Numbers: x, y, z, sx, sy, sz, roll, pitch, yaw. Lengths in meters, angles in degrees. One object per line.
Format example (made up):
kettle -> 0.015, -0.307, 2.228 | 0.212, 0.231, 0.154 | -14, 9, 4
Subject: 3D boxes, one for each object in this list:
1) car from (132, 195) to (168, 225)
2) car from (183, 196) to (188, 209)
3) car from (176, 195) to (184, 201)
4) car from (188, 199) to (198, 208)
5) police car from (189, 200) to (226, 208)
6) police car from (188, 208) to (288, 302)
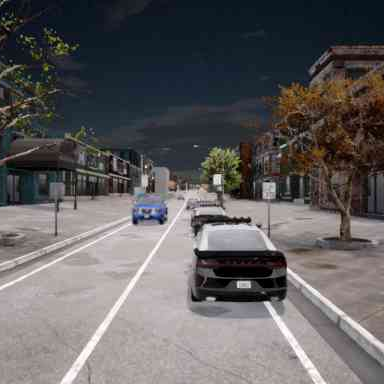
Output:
car -> -3.013, 1.272, 24.896 | 2.150, 2.045, 5.566 | 0, 0, 0
car -> 0.175, 1.632, 45.982 | 2.033, 1.411, 5.357 | 0, 0, 0
car -> -2.715, 1.393, 80.675 | 1.837, 1.490, 4.892 | 0, 1, 0
car -> 0.985, 1.401, 24.341 | 2.097, 1.767, 4.553 | 0, 0, 0
police car -> 0.964, 1.463, 18.481 | 1.930, 1.638, 5.238 | 0, 0, 0
police car -> 0.929, 1.441, 8.481 | 1.930, 1.638, 5.238 | 0, 0, 0
